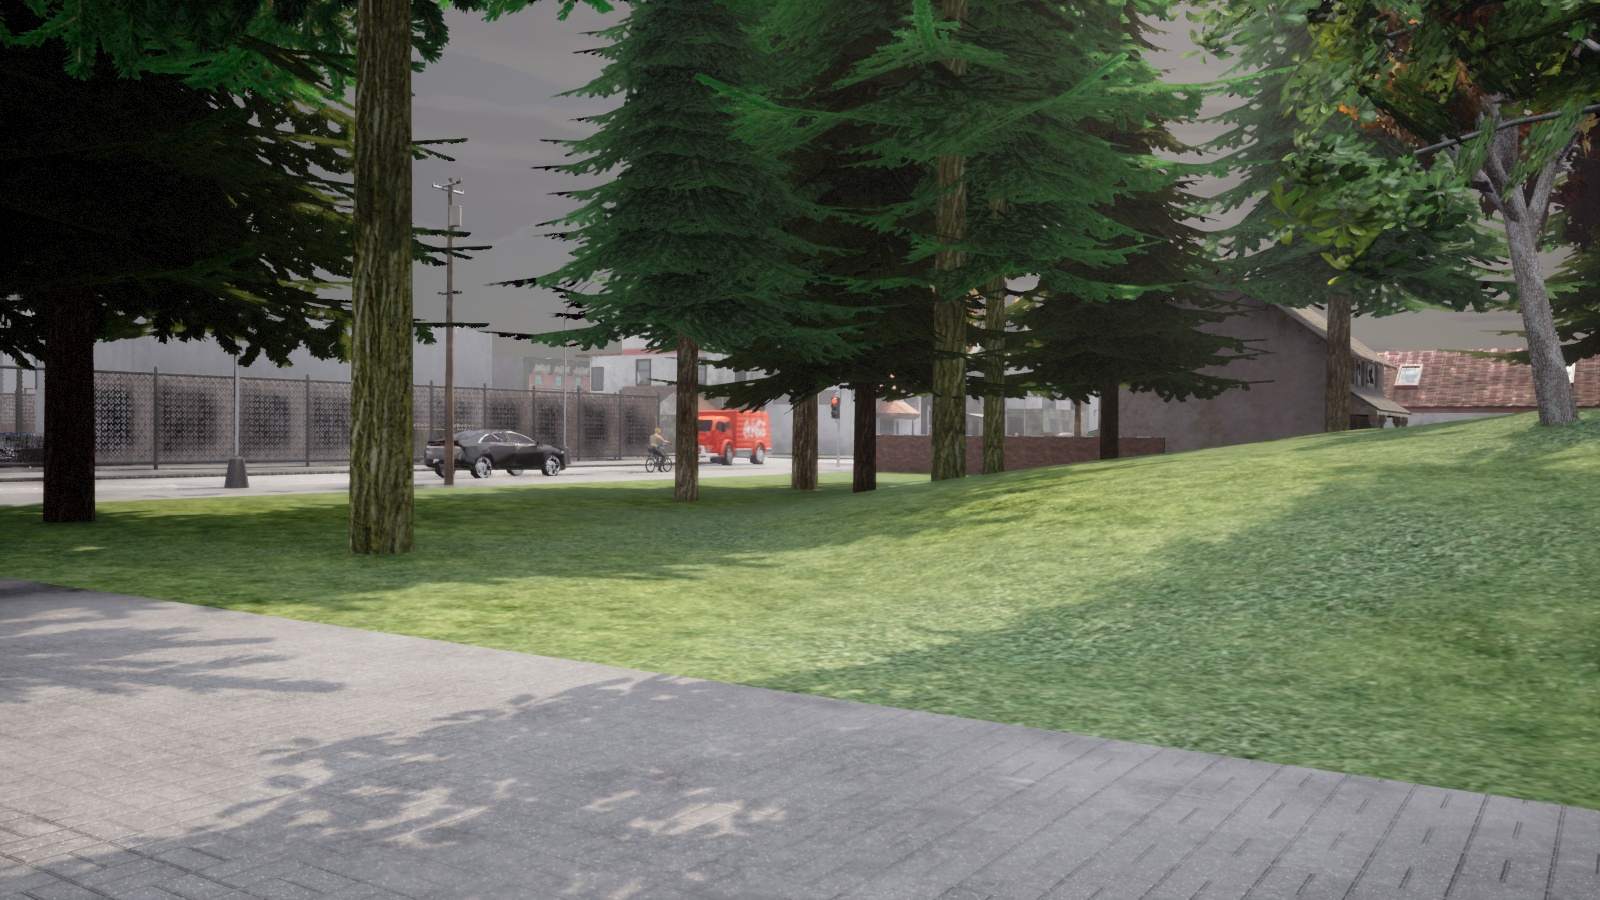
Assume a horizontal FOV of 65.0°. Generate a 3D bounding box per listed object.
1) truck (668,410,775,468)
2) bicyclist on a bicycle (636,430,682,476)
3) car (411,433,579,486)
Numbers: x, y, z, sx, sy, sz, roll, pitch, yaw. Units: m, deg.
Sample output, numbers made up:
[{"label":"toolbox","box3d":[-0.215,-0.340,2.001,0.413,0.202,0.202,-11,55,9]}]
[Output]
[{"label":"truck","box3d":[-3.451,-0.498,56.594,2.627,2.467,5.204,-1,1,24]},{"label":"bicyclist on a bicycle","box3d":[-5.094,0.094,45.400,0.866,1.612,1.509,0,1,33]},{"label":"car","box3d":[-9.367,0.240,38.970,2.128,1.511,4.902,0,1,34]}]
